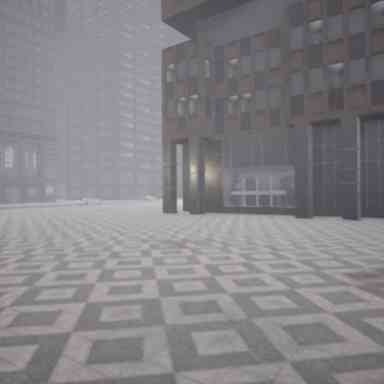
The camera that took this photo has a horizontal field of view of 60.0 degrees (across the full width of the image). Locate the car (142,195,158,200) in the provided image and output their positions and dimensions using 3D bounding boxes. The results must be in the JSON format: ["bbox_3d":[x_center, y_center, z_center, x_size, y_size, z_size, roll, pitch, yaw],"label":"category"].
[{"bbox_3d":[-9.059,1.347,69.026,1.812,1.442,4.674,-1,0,35],"label":"car"}]

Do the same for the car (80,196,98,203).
[{"bbox_3d":[-17.522,1.455,57.141,1.812,1.442,4.674,-1,0,35],"label":"car"}]
